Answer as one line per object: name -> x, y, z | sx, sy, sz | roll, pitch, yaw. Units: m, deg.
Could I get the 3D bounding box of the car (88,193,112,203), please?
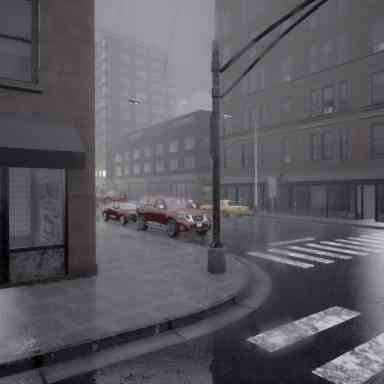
car -> -13.495, 0.883, 48.748 | 2.008, 1.369, 4.403 | 1, 0, -36

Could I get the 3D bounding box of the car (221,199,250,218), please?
car -> 2.466, 1.222, 26.674 | 1.752, 1.417, 4.829 | 1, 0, -36

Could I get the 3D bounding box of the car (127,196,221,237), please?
car -> -1.132, 1.138, 17.106 | 2.192, 1.841, 5.009 | 1, 0, -36

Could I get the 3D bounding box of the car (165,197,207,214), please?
car -> -0.647, 1.204, 30.978 | 1.802, 1.307, 4.206 | 1, 0, -36

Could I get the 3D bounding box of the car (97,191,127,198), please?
car -> -10.280, 0.717, 44.304 | 2.192, 1.841, 5.009 | 1, 0, -36

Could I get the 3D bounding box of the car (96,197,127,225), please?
car -> -4.348, 1.288, 21.548 | 1.887, 1.381, 4.507 | 1, 0, -36
